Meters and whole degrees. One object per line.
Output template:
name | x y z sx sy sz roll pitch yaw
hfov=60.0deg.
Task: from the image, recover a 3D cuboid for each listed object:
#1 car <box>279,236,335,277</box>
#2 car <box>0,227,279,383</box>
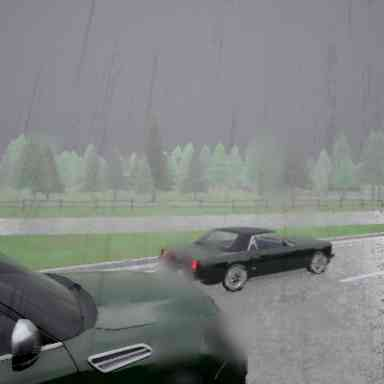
car | 1.642 1.601 8.856 4.718 1.301 1.895 0 0 -32
car | -2.161 1.217 2.091 5.566 2.045 2.150 0 0 -36
